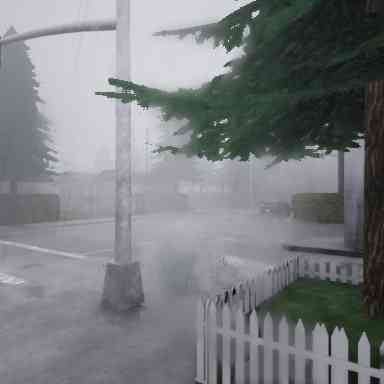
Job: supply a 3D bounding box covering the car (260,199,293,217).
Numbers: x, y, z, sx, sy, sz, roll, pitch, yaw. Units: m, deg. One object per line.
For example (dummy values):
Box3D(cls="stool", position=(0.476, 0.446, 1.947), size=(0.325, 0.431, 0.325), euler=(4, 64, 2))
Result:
Box3D(cls="car", position=(7.674, 1.430, 30.022), size=(1.837, 1.490, 4.892), euler=(0, -3, 32))
